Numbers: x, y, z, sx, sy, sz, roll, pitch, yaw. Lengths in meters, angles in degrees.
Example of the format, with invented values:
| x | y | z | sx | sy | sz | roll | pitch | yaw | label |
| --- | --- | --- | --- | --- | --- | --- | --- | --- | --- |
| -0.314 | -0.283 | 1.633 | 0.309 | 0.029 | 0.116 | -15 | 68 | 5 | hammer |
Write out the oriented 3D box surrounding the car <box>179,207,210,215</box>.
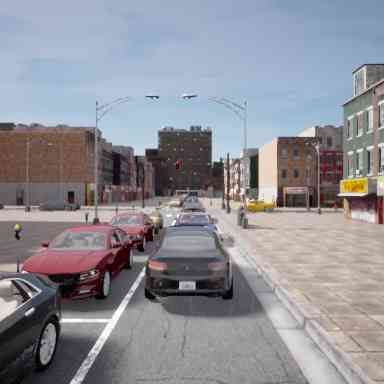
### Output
| x | y | z | sx | sy | sz | roll | pitch | yaw | label |
| --- | --- | --- | --- | --- | --- | --- | --- | --- | --- |
| 0.121 | 1.611 | 15.684 | 1.895 | 1.301 | 4.718 | 0 | 0 | 0 | car |

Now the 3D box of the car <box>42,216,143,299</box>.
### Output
| x | y | z | sx | sy | sz | roll | pitch | yaw | label |
| --- | --- | --- | --- | --- | --- | --- | --- | --- | --- |
| -2.619 | 1.548 | 8.454 | 1.887 | 1.381 | 4.507 | 0 | 0 | 0 | car |

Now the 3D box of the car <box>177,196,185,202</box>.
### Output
| x | y | z | sx | sy | sz | roll | pitch | yaw | label |
| --- | --- | --- | --- | --- | --- | --- | --- | --- | --- |
| -2.500 | 1.695 | 78.449 | 1.752 | 1.417 | 4.829 | 0 | 0 | 0 | car |

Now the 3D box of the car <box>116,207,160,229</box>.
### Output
| x | y | z | sx | sy | sz | roll | pitch | yaw | label |
| --- | --- | --- | --- | --- | --- | --- | --- | --- | --- |
| -2.610 | 1.553 | 13.949 | 1.887 | 1.381 | 4.507 | 0 | 0 | 0 | car |

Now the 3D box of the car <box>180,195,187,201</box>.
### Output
| x | y | z | sx | sy | sz | roll | pitch | yaw | label |
| --- | --- | --- | --- | --- | --- | --- | --- | --- | --- |
| -2.471 | 1.672 | 94.952 | 1.967 | 1.590 | 4.097 | 0 | 0 | 0 | car |

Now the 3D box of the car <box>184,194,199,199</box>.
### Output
| x | y | z | sx | sy | sz | roll | pitch | yaw | label |
| --- | --- | --- | --- | --- | --- | --- | --- | --- | --- |
| 0.182 | 1.446 | 56.321 | 2.097 | 1.767 | 4.553 | 0 | 0 | 0 | car |

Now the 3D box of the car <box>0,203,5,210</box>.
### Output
| x | y | z | sx | sy | sz | roll | pitch | yaw | label |
| --- | --- | --- | --- | --- | --- | --- | --- | --- | --- |
| -23.226 | 1.383 | 36.525 | 4.892 | 1.490 | 1.837 | 0 | 0 | 0 | car |

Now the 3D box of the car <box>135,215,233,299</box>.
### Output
| x | y | z | sx | sy | sz | roll | pitch | yaw | label |
| --- | --- | --- | --- | --- | --- | --- | --- | --- | --- |
| -0.041 | 1.529 | 8.320 | 1.812 | 1.442 | 4.674 | 0 | 0 | 1 | car |

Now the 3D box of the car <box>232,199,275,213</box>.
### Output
| x | y | z | sx | sy | sz | roll | pitch | yaw | label |
| --- | --- | --- | --- | --- | --- | --- | --- | --- | --- |
| 7.280 | 1.620 | 39.577 | 5.008 | 1.535 | 1.882 | 1 | 0 | 0 | car |

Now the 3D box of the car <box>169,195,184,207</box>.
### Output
| x | y | z | sx | sy | sz | roll | pitch | yaw | label |
| --- | --- | --- | --- | --- | --- | --- | --- | --- | --- |
| -2.546 | 1.606 | 51.230 | 1.752 | 1.417 | 4.829 | 0 | 0 | 0 | car |

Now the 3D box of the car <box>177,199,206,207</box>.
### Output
| x | y | z | sx | sy | sz | roll | pitch | yaw | label |
| --- | --- | --- | --- | --- | --- | --- | --- | --- | --- |
| 0.156 | 1.530 | 25.985 | 1.837 | 1.490 | 4.892 | 0 | 0 | 2 | car |

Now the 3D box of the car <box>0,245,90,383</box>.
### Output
| x | y | z | sx | sy | sz | roll | pitch | yaw | label |
| --- | --- | --- | --- | --- | --- | --- | --- | --- | --- |
| -2.629 | 1.552 | 2.960 | 2.008 | 1.369 | 4.403 | 0 | 0 | 0 | car |

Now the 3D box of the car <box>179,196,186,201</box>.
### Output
| x | y | z | sx | sy | sz | roll | pitch | yaw | label |
| --- | --- | --- | --- | --- | --- | --- | --- | --- | --- |
| -2.481 | 1.757 | 89.508 | 1.887 | 1.381 | 4.507 | 0 | 0 | 0 | car |

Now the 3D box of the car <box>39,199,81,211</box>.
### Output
| x | y | z | sx | sy | sz | roll | pitch | yaw | label |
| --- | --- | --- | --- | --- | --- | --- | --- | --- | --- |
| -14.474 | 1.505 | 36.553 | 4.181 | 1.385 | 1.994 | 0 | 0 | 0 | car |

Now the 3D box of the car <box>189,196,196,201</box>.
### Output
| x | y | z | sx | sy | sz | roll | pitch | yaw | label |
| --- | --- | --- | --- | --- | --- | --- | --- | --- | --- |
| 0.159 | 1.817 | 92.107 | 1.895 | 1.301 | 4.718 | 0 | 0 | 0 | car |

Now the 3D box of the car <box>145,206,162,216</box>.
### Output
| x | y | z | sx | sy | sz | roll | pitch | yaw | label |
| --- | --- | --- | --- | --- | --- | --- | --- | --- | --- |
| -2.601 | 1.540 | 19.272 | 1.752 | 1.417 | 4.829 | 0 | 0 | 0 | car |

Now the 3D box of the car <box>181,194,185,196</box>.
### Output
| x | y | z | sx | sy | sz | roll | pitch | yaw | label |
| --- | --- | --- | --- | --- | --- | --- | --- | --- | --- |
| -2.536 | 1.411 | 56.843 | 2.192 | 1.841 | 5.009 | 0 | 0 | 0 | car |

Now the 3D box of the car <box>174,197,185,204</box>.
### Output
| x | y | z | sx | sy | sz | roll | pitch | yaw | label |
| --- | --- | --- | --- | --- | --- | --- | --- | --- | --- |
| -2.518 | 1.682 | 67.732 | 2.008 | 1.369 | 4.403 | 0 | 0 | 0 | car |
